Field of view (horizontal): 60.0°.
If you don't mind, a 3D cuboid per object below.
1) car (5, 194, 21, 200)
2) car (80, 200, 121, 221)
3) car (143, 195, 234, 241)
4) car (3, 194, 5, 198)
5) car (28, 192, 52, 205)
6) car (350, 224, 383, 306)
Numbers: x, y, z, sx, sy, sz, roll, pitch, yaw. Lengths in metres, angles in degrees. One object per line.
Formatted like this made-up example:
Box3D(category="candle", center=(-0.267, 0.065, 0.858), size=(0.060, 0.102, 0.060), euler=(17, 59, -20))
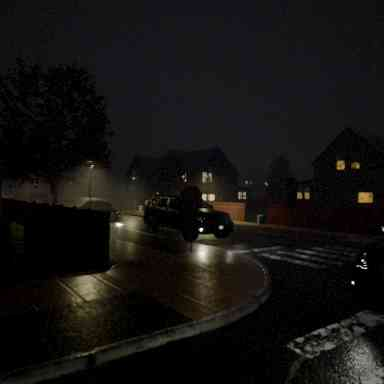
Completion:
Box3D(category="car", center=(-38.750, 1.133, 72.749), size=(2.128, 1.511, 4.902), euler=(2, -1, -37))
Box3D(category="car", center=(-7.184, 1.421, 25.785), size=(1.837, 1.490, 4.892), euler=(2, -1, -37))
Box3D(category="car", center=(-0.390, 1.181, 16.730), size=(2.150, 2.045, 5.566), euler=(2, -1, -37))
Box3D(category="car", center=(-44.978, 1.172, 81.071), size=(2.033, 1.411, 5.357), euler=(2, -1, -37))
Box3D(category="car", center=(-19.052, 1.065, 41.770), size=(2.150, 2.045, 5.566), euler=(2, -1, -36))
Box3D(category="car", center=(5.624, 1.284, 6.959), size=(5.566, 2.045, 2.150), euler=(0, 0, -36))
